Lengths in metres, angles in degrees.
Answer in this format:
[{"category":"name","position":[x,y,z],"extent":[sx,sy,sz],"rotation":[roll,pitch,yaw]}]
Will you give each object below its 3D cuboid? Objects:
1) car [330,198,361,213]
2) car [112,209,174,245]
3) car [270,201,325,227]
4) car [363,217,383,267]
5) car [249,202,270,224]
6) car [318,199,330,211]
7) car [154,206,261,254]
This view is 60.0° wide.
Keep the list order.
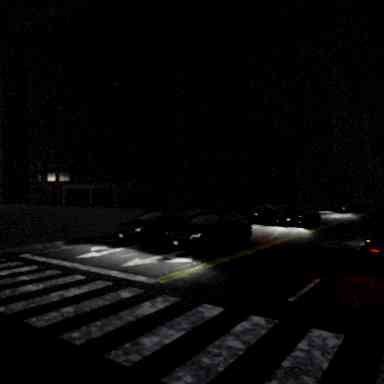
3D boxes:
[{"category":"car","position":[16.859,1.436,35.785],"extent":[2.128,1.511,4.902],"rotation":[-1,0,36]},{"category":"car","position":[-1.611,1.544,15.828],"extent":[1.812,1.442,4.674],"rotation":[-1,0,36]},{"category":"car","position":[7.217,1.534,22.475],"extent":[1.994,1.385,4.181],"rotation":[-1,0,36]},{"category":"car","position":[6.612,1.457,10.376],"extent":[1.812,1.442,4.674],"rotation":[-1,0,36]},{"category":"car","position":[5.088,1.523,25.094],"extent":[1.812,1.442,4.674],"rotation":[-1,0,36]},{"category":"car","position":[16.061,1.515,40.193],"extent":[2.033,1.411,5.357],"rotation":[-1,0,36]},{"category":"car","position":[0.828,1.515,13.634],"extent":[1.812,1.442,4.674],"rotation":[-1,0,37]}]
